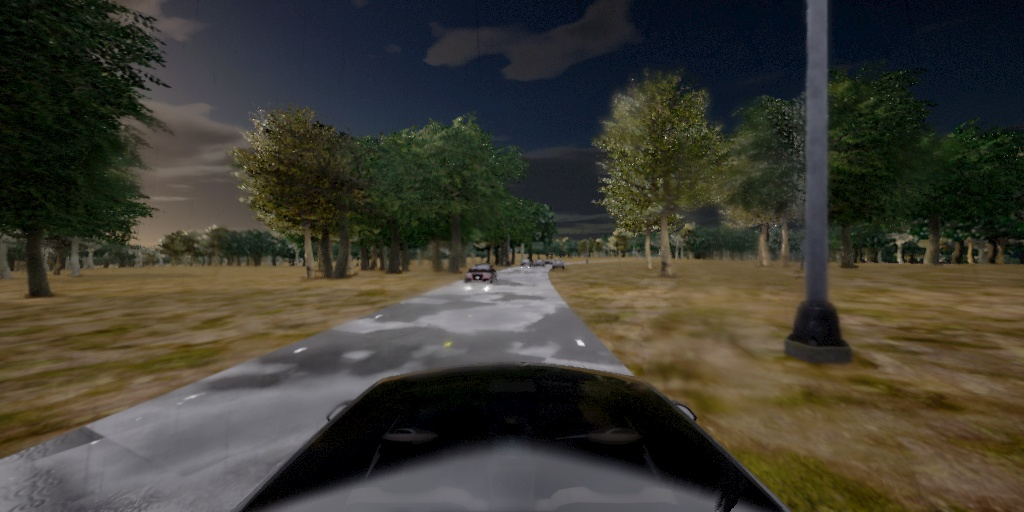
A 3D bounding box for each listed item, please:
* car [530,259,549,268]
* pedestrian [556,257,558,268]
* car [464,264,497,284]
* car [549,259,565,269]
[{"bbox_3d":[4.991,1.350,64.321,2.033,1.411,5.357,0,0,10],"label":"car"},{"bbox_3d":[7.046,1.029,56.741,0.375,1.860,0.375,-1,1,-7],"label":"pedestrian"},{"bbox_3d":[-2.212,1.275,26.325,1.994,1.385,4.181,0,0,4],"label":"car"},{"bbox_3d":[7.004,1.155,54.362,1.970,1.475,3.806,0,0,8],"label":"car"}]
